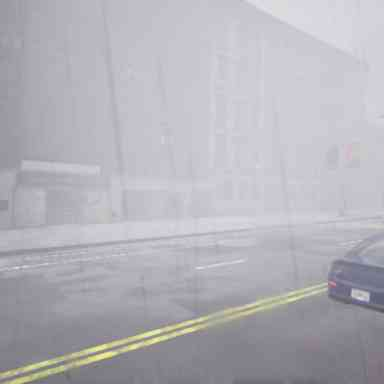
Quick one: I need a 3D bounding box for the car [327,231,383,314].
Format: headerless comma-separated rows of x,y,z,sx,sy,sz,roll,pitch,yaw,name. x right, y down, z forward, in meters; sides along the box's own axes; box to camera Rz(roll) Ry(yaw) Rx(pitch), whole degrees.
4.600,1.494,6.720,4.674,1.442,1.812,0,0,-35,car
